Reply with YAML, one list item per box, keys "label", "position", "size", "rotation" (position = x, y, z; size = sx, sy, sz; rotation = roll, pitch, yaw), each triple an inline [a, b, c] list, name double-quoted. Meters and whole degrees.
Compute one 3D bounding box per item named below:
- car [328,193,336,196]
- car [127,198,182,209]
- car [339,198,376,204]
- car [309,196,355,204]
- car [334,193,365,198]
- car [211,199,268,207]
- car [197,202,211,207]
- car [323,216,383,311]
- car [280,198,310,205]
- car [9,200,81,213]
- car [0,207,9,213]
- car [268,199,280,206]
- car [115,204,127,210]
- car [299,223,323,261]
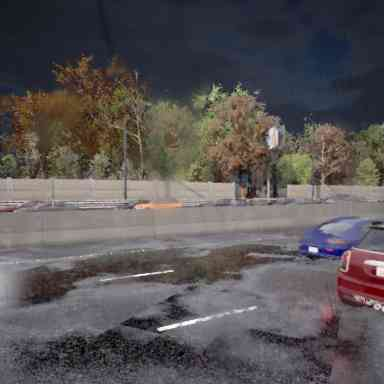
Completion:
- label: "car"
  position: [20.974, 1.228, 48.570]
  size: [5.566, 2.045, 2.150]
  rotation: [0, 0, -30]
- label: "car"
  position: [-3.153, 1.352, 30.380]
  size: [4.553, 1.767, 2.097]
  rotation: [0, 0, -30]
- label: "car"
  position: [17.854, 1.603, 34.577]
  size: [4.718, 1.301, 1.895]
  rotation: [0, 0, -30]
- label: "car"
  position: [15.768, 1.527, 37.397]
  size: [4.674, 1.442, 1.812]
  rotation: [0, 0, -31]
- label: "car"
  position: [21.952, 1.358, 45.090]
  size: [4.553, 1.767, 2.097]
  rotation: [0, 0, -30]
- label: "car"
  position: [5.035, 1.548, 35.180]
  size: [5.357, 1.411, 2.033]
  rotation: [0, 0, -31]
- label: "car"
  position: [3.174, 1.548, 38.152]
  size: [5.357, 1.411, 2.033]
  rotation: [0, 0, -30]
- label: "car"
  position: [5.014, 1.351, 6.539]
  size: [4.553, 1.767, 2.097]
  rotation: [0, 0, -30]
- label: "car"
  position: [13.436, 1.493, 40.101]
  size: [4.902, 1.511, 2.128]
  rotation: [0, 0, -30]
- label: "car"
  position: [-11.135, 1.492, 25.704]
  size: [4.902, 1.511, 2.128]
  rotation: [0, 0, -30]
- label: "car"
  position: [-13.629, 1.478, 28.301]
  size: [5.008, 1.535, 1.882]
  rotation: [0, 0, -30]
- label: "car"
  position: [12.052, 1.549, 43.345]
  size: [5.357, 1.411, 2.033]
  rotation: [0, 0, -30]
- label: "car"
  position: [-5.260, 1.505, 33.200]
  size: [4.892, 1.490, 1.837]
  rotation: [0, 0, -30]
- label: "car"
  position: [5.538, 1.525, 10.902]
  size: [4.674, 1.442, 1.812]
  rotation: [0, 0, -30]
